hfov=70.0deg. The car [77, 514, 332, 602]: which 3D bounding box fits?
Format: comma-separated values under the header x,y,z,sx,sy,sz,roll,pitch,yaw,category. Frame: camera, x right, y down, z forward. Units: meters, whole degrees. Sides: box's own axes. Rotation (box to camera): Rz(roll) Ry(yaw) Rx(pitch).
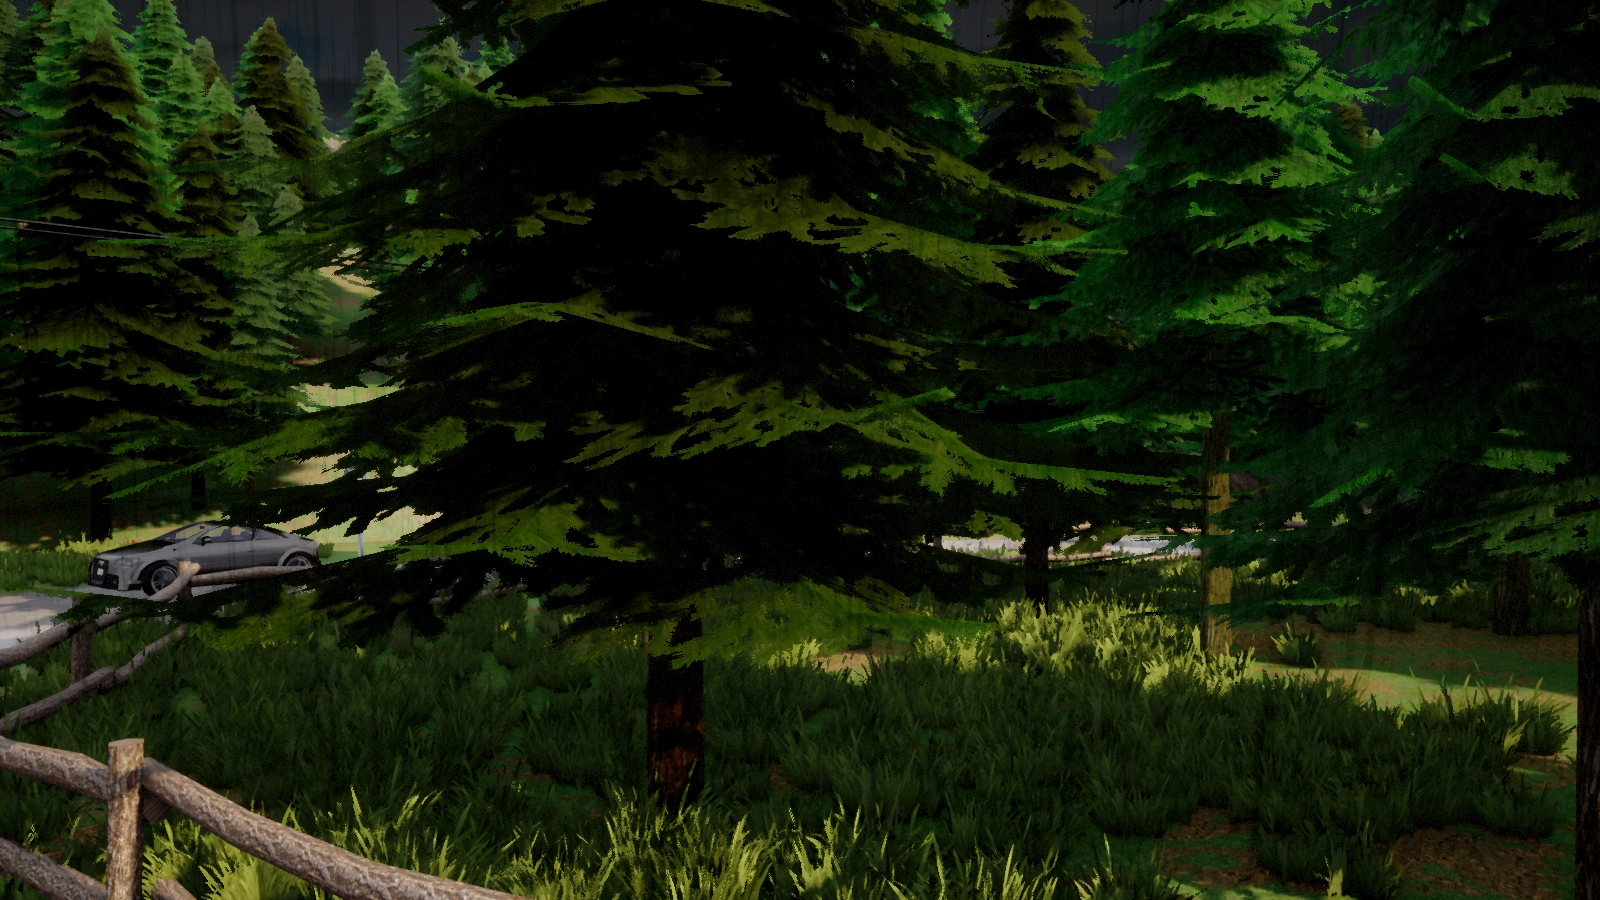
x,y,z,sx,sy,sz,roll,pitch,yaw,category
-12.055,2.119,23.321,1.994,1.385,4.181,0,0,41,car
